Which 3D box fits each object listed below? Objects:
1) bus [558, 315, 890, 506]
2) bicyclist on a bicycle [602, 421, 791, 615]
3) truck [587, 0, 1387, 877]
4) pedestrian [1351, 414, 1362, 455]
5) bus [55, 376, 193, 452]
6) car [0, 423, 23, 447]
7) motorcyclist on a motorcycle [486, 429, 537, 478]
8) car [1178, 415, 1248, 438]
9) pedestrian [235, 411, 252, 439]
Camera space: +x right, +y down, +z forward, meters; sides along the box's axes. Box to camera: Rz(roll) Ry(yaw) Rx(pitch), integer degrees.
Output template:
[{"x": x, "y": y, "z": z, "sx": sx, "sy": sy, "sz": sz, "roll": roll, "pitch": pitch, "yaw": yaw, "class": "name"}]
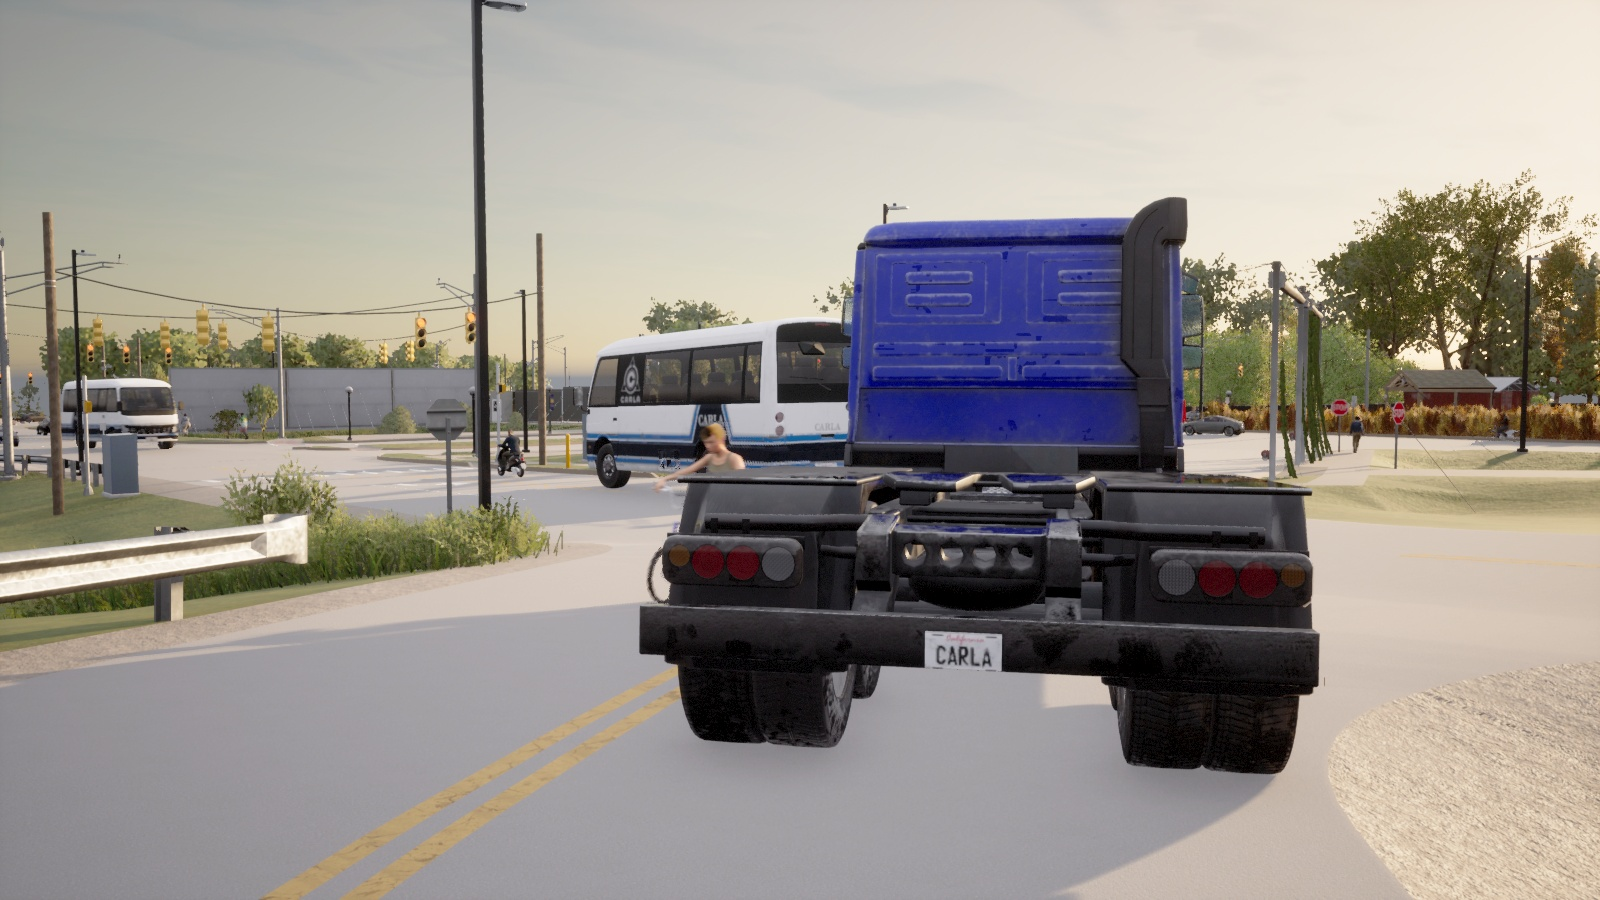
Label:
[{"x": -2.404, "y": -1.042, "z": 33.243, "sx": 3.944, "sy": 4.253, "sz": 10.273, "roll": -2, "pitch": 2, "yaw": -35, "class": "bus"}, {"x": -0.919, "y": 0.564, "z": 11.399, "sx": 0.866, "sy": 1.612, "sz": 1.509, "roll": 3, "pitch": 2, "yaw": 39, "class": "bicyclist on a bicycle"}, {"x": 1.377, "y": -0.288, "z": 8.546, "sx": 2.891, "sy": 3.462, "sz": 7.936, "roll": 1, "pitch": 1, "yaw": 11, "class": "truck"}, {"x": 26.557, "y": -0.740, "z": 59.923, "sx": 0.423, "sy": 1.949, "sz": 0.788, "roll": 2, "pitch": 4, "yaw": 27, "class": "pedestrian"}, {"x": -40.605, "y": -2.215, "z": 75.256, "sx": 10.273, "sy": 4.253, "sz": 3.944, "roll": 2, "pitch": 4, "yaw": 42, "class": "bus"}, {"x": -52.970, "y": -1.008, "z": 82.947, "sx": 2.033, "sy": 1.411, "sz": 5.357, "roll": -3, "pitch": 3, "yaw": -39, "class": "car"}, {"x": -9.696, "y": 0.094, "z": 42.163, "sx": 0.866, "sy": 1.590, "sz": 1.817, "roll": -3, "pitch": 3, "yaw": -41, "class": "motorcyclist on a motorcycle"}, {"x": 28.308, "y": -1.623, "z": 86.095, "sx": 4.181, "sy": 1.385, "sz": 1.994, "roll": 2, "pitch": 4, "yaw": 37, "class": "car"}, {"x": -38.054, "y": -1.714, "z": 85.896, "sx": 0.873, "sy": 1.952, "sz": 0.659, "roll": 0, "pitch": 3, "yaw": -2, "class": "pedestrian"}]
